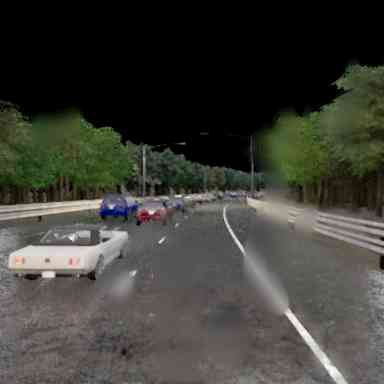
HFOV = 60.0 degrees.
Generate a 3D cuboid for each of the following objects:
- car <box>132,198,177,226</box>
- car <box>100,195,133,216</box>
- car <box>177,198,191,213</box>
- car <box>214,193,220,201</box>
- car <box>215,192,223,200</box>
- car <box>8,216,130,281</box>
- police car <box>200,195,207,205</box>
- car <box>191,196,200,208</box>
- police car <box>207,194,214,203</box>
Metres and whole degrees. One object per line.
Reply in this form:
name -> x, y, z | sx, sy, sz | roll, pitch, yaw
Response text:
car -> -2.583, 1.388, 24.083 | 2.097, 1.767, 4.553 | 0, 0, 3
car -> -5.873, 1.257, 27.612 | 2.150, 2.045, 5.566 | 0, 0, 4
car -> -1.668, 1.407, 37.558 | 2.097, 1.767, 4.553 | 0, 0, 5
car -> 4.778, 1.499, 80.520 | 2.033, 1.411, 5.357 | 0, 0, 12
car -> 7.112, 1.129, 91.154 | 2.150, 2.045, 5.566 | 0, 0, 13
car -> -3.232, 1.617, 9.861 | 1.895, 1.301, 4.718 | 0, 0, 1
police car -> 0.998, 1.464, 59.247 | 1.930, 1.638, 5.238 | 0, 0, 9
car -> -0.485, 1.556, 48.381 | 2.128, 1.511, 4.902 | 0, 0, 7
police car -> 2.737, 1.501, 69.855 | 2.038, 1.542, 4.974 | 0, 0, 10
